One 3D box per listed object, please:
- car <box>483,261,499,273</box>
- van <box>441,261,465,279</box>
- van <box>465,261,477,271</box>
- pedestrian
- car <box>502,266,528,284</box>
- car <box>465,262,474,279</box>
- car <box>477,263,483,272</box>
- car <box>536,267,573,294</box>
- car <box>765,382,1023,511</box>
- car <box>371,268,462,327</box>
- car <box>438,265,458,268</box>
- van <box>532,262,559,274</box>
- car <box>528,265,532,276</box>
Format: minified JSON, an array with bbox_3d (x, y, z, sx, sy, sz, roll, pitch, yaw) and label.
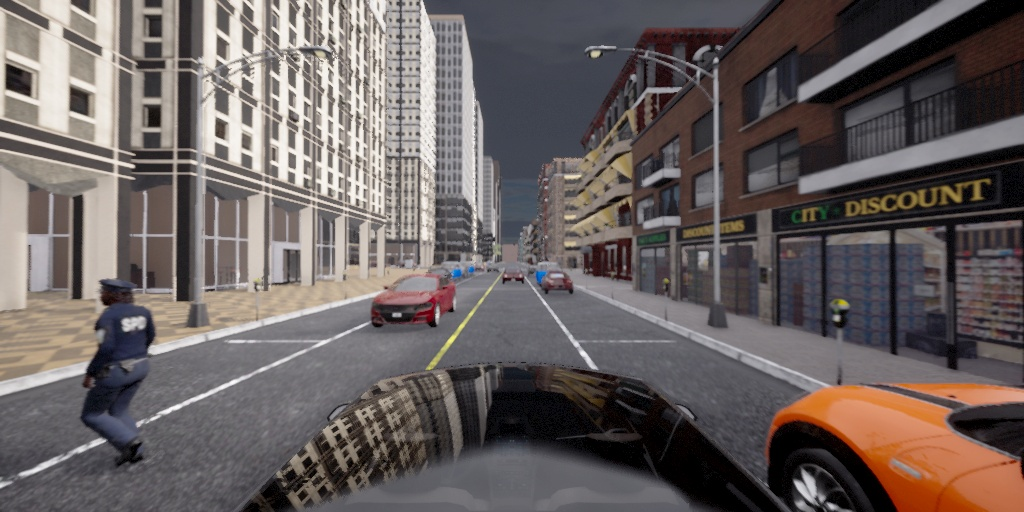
[{"bbox_3d":[-2.996,1.872,56.752,1.837,1.490,4.892,0,-1,1],"label":"car"},{"bbox_3d":[-5.674,1.438,33.233,1.690,1.789,3.998,0,0,0],"label":"van"},{"bbox_3d":[-5.668,1.566,44.530,1.690,1.789,3.998,0,0,0],"label":"van"},{"bbox_3d":[-3.764,1.063,3.457,0.375,1.860,0.375,0,-1,-2],"label":"pedestrian"},{"bbox_3d":[0.106,1.675,31.200,1.895,1.301,4.718,0,-1,0],"label":"car"},{"bbox_3d":[-5.671,1.711,38.882,2.007,1.370,4.403,0,0,0],"label":"car"},{"bbox_3d":[-5.660,1.859,61.474,1.967,1.591,4.097,0,0,0],"label":"car"},{"bbox_3d":[2.701,1.553,21.933,1.802,1.307,4.207,0,0,0],"label":"car"},{"bbox_3d":[3.000,1.092,0.884,2.097,1.767,4.553,0,-1,0],"label":"car"},{"bbox_3d":[-3.096,1.342,12.158,1.882,1.535,5.008,0,-1,0],"label":"car"},{"bbox_3d":[-5.676,1.600,27.585,1.948,1.339,4.313,0,0,0],"label":"car"},{"bbox_3d":[2.704,1.375,27.581,1.690,1.789,3.998,0,0,0],"label":"van"},{"bbox_3d":[2.712,1.775,44.525,2.007,1.370,4.403,0,0,0],"label":"car"}]
